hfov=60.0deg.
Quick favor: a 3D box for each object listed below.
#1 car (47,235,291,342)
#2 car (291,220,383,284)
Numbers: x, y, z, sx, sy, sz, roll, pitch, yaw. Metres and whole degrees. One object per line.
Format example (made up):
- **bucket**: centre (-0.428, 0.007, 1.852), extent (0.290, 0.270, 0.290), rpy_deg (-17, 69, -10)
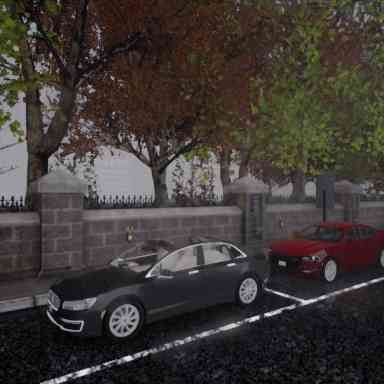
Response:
- **car**: centre (-0.391, 1.551, 6.374), extent (4.403, 1.369, 2.008), rpy_deg (0, 0, -36)
- **car**: centre (4.088, 1.546, 9.634), extent (4.507, 1.381, 1.887), rpy_deg (0, 0, -36)
